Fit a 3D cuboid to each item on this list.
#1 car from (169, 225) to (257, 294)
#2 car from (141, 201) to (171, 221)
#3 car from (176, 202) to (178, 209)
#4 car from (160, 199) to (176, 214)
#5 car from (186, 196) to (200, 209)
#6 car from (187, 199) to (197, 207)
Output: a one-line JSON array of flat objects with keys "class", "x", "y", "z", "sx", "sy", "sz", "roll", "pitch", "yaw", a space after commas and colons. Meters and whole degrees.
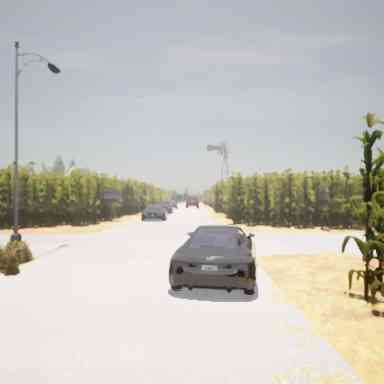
[{"class": "car", "x": 0.732, "y": 1.572, "z": 8.975, "sx": 1.994, "sy": 1.385, "sz": 4.181, "roll": 0, "pitch": 0, "yaw": 10}, {"class": "car", "x": -3.200, "y": 1.748, "z": 28.887, "sx": 1.994, "sy": 1.385, "sz": 4.181, "roll": 0, "pitch": -1, "yaw": 0}, {"class": "car", "x": -3.183, "y": 1.887, "z": 51.010, "sx": 2.128, "sy": 1.511, "sz": 4.902, "roll": 0, "pitch": -2, "yaw": 0}, {"class": "car", "x": -3.199, "y": 1.720, "z": 39.088, "sx": 1.837, "sy": 1.490, "sz": 4.892, "roll": 0, "pitch": 0, "yaw": 0}, {"class": "car", "x": 0.092, "y": 1.784, "z": 57.232, "sx": 2.150, "sy": 2.045, "sz": 5.566, "roll": 0, "pitch": -2, "yaw": 0}, {"class": "car", "x": -0.007, "y": 2.310, "z": 70.639, "sx": 1.882, "sy": 1.535, "sz": 5.008, "roll": 0, "pitch": -1, "yaw": 0}]
